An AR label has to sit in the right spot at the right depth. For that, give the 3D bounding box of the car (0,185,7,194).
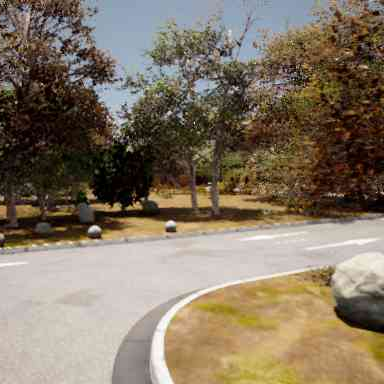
[{"bbox_3d":[-34.877,-0.400,57.661,4.892,1.521,2.231,0,2,-27],"label":"car"}]

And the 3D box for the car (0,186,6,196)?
[{"bbox_3d":[-32.569,-0.189,52.615,5.366,1.575,1.946,0,2,-27],"label":"car"}]

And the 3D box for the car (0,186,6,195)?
[{"bbox_3d":[-33.617,-0.265,55.192,4.792,1.488,2.163,0,2,-27],"label":"car"}]

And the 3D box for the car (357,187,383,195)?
[{"bbox_3d":[22.795,-0.009,42.803,1.994,1.385,4.181,0,2,-26],"label":"car"}]
